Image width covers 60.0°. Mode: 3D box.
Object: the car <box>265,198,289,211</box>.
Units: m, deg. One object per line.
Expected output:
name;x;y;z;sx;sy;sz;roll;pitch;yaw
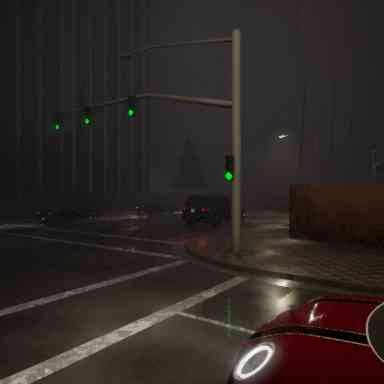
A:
car;10.758;1.491;41.319;2.128;1.511;4.902;0;0;36

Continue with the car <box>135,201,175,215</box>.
car;-3.524;1.601;33.593;1.895;1.301;4.718;0;0;35

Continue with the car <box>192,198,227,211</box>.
car;2.318;1.491;41.805;2.128;1.511;4.902;0;0;36

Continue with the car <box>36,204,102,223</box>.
car;-9.303;1.601;25.436;1.895;1.301;4.718;0;0;35

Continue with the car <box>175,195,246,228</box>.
car;1.599;1.221;22.316;2.150;2.045;5.566;0;0;35

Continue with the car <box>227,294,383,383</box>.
car;2.471;1.352;2.195;4.553;1.767;2.097;0;0;36
